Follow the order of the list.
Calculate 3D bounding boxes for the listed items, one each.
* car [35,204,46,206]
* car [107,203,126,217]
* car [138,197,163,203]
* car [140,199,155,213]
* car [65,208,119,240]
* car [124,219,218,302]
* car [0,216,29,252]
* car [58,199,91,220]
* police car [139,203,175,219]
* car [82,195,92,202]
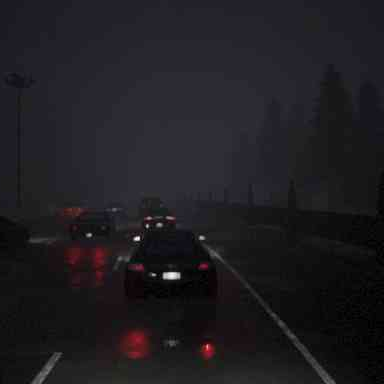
[{"bbox_3d":[-20.970,1.725,47.321,2.097,1.767,4.553,0,0,-10],"label":"car"},{"bbox_3d":[-8.091,1.822,35.305,2.033,1.411,5.357,0,0,-10],"label":"car"},{"bbox_3d":[-3.984,1.468,31.947,2.150,2.045,5.566,0,0,-9],"label":"car"},{"bbox_3d":[-5.805,1.785,42.763,1.801,1.575,5.366,0,-1,-10],"label":"car"},{"bbox_3d":[-5.205,1.741,17.874,1.895,1.301,4.718,0,0,-9],"label":"car"},{"bbox_3d":[-0.560,1.630,8.533,1.994,1.385,4.181,0,0,-5],"label":"car"},{"bbox_3d":[-8.068,1.632,13.140,1.812,1.442,4.674,0,0,-7],"label":"car"},{"bbox_3d":[-10.891,1.594,30.821,2.097,1.767,4.553,0,0,-10],"label":"car"},{"bbox_3d":[-2.157,1.663,20.706,2.038,1.542,4.974,0,-1,-9],"label":"police car"},{"bbox_3d":[-27.789,1.737,88.122,2.097,1.767,4.553,0,0,-10],"label":"car"}]
